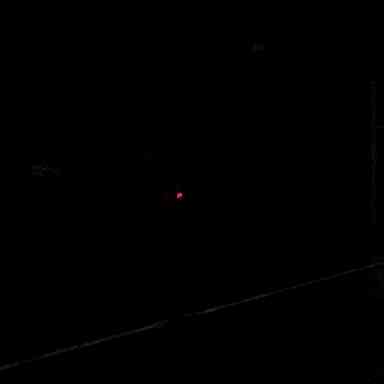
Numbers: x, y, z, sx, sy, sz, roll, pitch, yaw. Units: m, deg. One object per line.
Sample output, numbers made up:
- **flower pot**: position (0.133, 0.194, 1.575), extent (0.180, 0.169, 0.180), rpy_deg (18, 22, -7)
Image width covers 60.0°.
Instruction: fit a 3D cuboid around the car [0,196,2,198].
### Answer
- **car**: position (-40.441, 1.413, 67.194), extent (3.633, 1.501, 1.845), rpy_deg (0, 0, -38)
